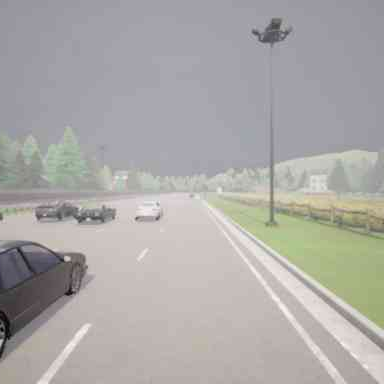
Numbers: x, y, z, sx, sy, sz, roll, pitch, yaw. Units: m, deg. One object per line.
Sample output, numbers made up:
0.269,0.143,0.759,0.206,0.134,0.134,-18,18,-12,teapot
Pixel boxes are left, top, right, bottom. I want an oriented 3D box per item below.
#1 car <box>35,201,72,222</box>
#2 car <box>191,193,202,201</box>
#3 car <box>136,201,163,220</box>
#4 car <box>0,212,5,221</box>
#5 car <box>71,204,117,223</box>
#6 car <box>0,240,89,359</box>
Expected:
-10.393,1.419,25.922,2.128,1.511,4.902,0,0,0,car
1.244,1.314,75.673,1.812,1.442,4.674,0,0,0,car
-3.406,1.450,26.982,1.812,1.442,4.674,0,0,0,car
-13.895,1.490,20.580,2.033,1.411,5.357,0,0,0,car
-6.894,1.532,24.397,1.895,1.301,4.718,0,0,0,car
-3.398,1.532,5.556,2.033,1.411,5.357,0,0,0,car
